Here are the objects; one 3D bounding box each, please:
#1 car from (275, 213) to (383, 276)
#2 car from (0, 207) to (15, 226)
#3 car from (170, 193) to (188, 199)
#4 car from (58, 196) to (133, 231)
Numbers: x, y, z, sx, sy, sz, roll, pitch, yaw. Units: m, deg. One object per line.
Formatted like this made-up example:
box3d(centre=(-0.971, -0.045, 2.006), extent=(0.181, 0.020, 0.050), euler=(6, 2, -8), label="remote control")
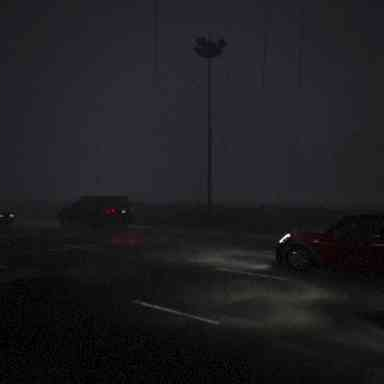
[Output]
box3d(centre=(4.690, 1.356, 9.246), extent=(4.553, 1.767, 2.097), euler=(0, 0, 35), label="car")
box3d(centre=(-14.154, 1.592, 22.671), extent=(5.357, 1.411, 2.033), euler=(0, 0, 35), label="car")
box3d(centre=(-3.368, 1.312, 85.632), extent=(4.605, 1.855, 1.932), euler=(0, 0, 35), label="car")
box3d(centre=(-6.231, 1.255, 21.323), extent=(5.566, 2.045, 2.150), euler=(0, 0, 35), label="car")
